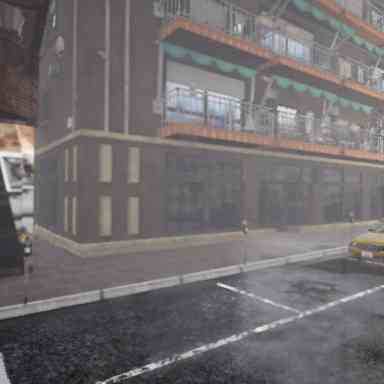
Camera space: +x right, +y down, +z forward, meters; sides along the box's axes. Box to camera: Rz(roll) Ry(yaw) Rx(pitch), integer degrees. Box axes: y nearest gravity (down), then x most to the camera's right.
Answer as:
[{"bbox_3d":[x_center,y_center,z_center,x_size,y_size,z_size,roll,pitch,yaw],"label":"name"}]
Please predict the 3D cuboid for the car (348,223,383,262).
[{"bbox_3d":[7.110,1.511,11.168,4.829,1.417,1.752,0,1,-35],"label":"car"}]

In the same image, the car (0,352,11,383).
[{"bbox_3d":[-3.052,1.604,0.895,4.718,1.301,1.895,0,0,-36],"label":"car"}]
